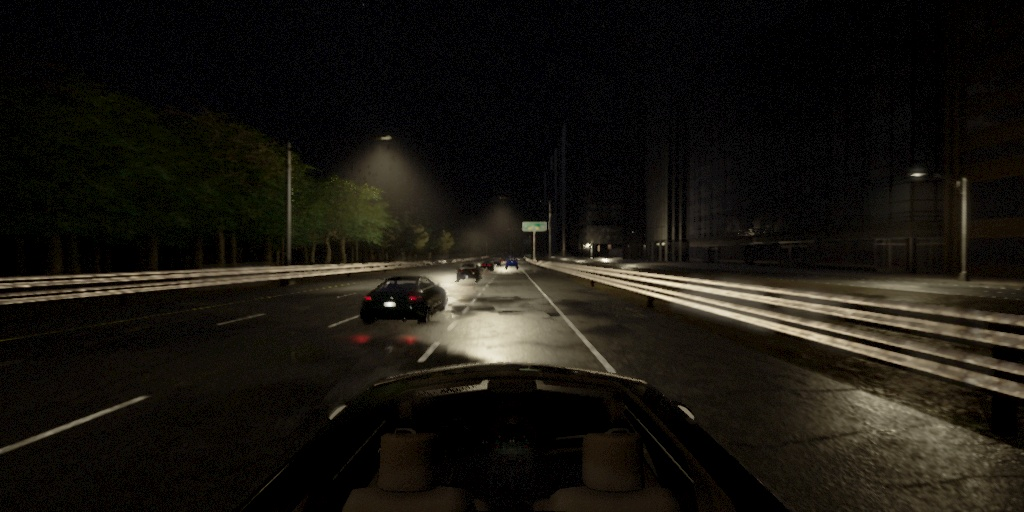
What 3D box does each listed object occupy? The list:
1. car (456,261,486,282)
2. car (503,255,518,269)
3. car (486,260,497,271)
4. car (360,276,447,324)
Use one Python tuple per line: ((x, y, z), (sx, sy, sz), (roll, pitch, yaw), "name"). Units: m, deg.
((-3.520, 1.385, 30.293), (1.837, 1.490, 4.892), (0, 0, 0), "car")
((-0.038, 1.230, 65.109), (2.150, 2.045, 5.566), (0, 0, 0), "car")
((-3.594, 1.474, 52.814), (1.837, 1.490, 4.892), (0, 0, 0), "car")
((-3.498, 1.363, 12.267), (1.994, 1.385, 4.181), (0, 0, 0), "car")
